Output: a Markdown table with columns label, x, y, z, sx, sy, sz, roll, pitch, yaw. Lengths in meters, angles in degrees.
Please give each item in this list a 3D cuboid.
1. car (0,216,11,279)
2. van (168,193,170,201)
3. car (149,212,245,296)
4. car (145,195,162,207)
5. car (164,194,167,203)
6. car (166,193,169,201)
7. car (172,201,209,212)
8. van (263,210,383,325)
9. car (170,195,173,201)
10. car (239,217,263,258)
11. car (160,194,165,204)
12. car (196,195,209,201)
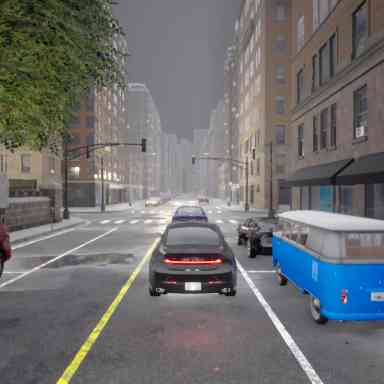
| label | x | y | z | sx | sy | sz | roll | pitch | yaw |
| --- | --- | --- | --- | --- | --- | --- | --- | --- | --- |
| car | -5.714 | 1.314 | 6.754 | 2.192 | 1.841 | 5.009 | 0 | 0 | 0 |
| van | -6.198 | 1.310 | 72.244 | 1.690 | 1.788 | 3.998 | 0 | 0 | 0 |
| car | 0.012 | 1.503 | 8.600 | 1.837 | 1.490 | 4.892 | 0 | 0 | 0 |
| car | -6.035 | 1.497 | 50.272 | 1.752 | 1.417 | 4.829 | 0 | 0 | 0 |
| car | -6.117 | 1.513 | 61.343 | 1.887 | 1.381 | 4.507 | 0 | 0 | 0 |
| car | -6.157 | 1.513 | 66.794 | 1.887 | 1.381 | 4.507 | 0 | 0 | 0 |
| car | -0.096 | 1.472 | 18.096 | 1.882 | 1.535 | 5.008 | 0 | 0 | 0 |
| van | 2.810 | 1.340 | 6.857 | 1.690 | 1.788 | 3.998 | 0 | 0 | 0 |
| car | -6.238 | 1.522 | 77.695 | 2.008 | 1.369 | 4.403 | 0 | 0 | 0 |
| car | 2.769 | 1.563 | 12.517 | 1.947 | 1.339 | 4.313 | 0 | 0 | 0 |
| car | -6.077 | 1.521 | 55.892 | 2.008 | 1.369 | 4.403 | 0 | 0 | 0 |
| car | 2.367 | 1.409 | 66.892 | 1.967 | 1.590 | 4.097 | 0 | 0 | 0 |
